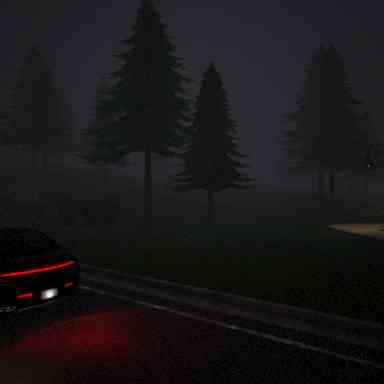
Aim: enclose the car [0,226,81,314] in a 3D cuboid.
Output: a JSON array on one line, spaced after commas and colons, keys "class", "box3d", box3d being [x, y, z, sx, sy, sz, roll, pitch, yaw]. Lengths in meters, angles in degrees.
[{"class": "car", "box3d": [-4.426, 1.505, 7.153, 4.892, 1.490, 1.837, 0, 0, 36]}]
